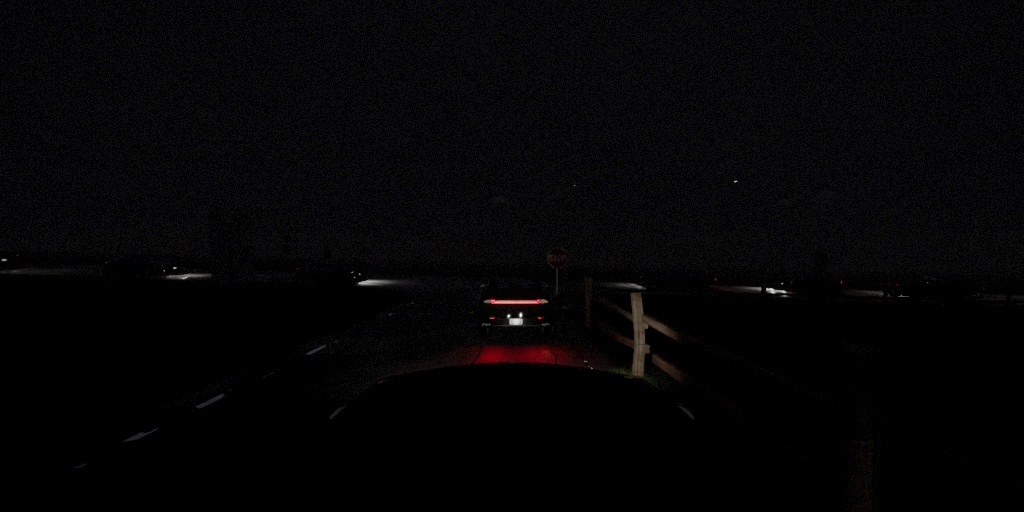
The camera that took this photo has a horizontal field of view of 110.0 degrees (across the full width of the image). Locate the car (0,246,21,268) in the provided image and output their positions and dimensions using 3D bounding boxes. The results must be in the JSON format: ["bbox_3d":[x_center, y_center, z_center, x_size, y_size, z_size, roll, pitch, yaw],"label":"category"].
[{"bbox_3d":[-37.456,-0.162,24.537,5.566,2.045,2.150,2,3,0],"label":"car"}]

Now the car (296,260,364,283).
[{"bbox_3d":[-12.365,1.006,24.486,4.181,1.385,1.994,2,3,1],"label":"car"}]

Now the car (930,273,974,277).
[{"bbox_3d":[32.688,2.080,27.291,4.553,1.767,2.097,2,3,0],"label":"car"}]

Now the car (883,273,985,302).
[{"bbox_3d":[28.325,2.226,24.375,4.902,1.511,2.128,2,3,0],"label":"car"}]

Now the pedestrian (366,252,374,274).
[{"bbox_3d":[-12.093,0.528,30.438,0.375,1.860,0.375,0,1,0],"label":"pedestrian"}]

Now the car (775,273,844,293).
[{"bbox_3d":[22.610,1.984,27.334,4.181,1.385,1.994,2,3,0],"label":"car"}]

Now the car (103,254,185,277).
[{"bbox_3d":[-25.055,0.586,24.510,4.181,1.385,1.994,2,3,0],"label":"car"}]

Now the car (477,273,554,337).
[{"bbox_3d":[0.076,1.234,10.328,2.128,1.511,4.902,0,0,0],"label":"car"}]

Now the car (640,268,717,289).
[{"bbox_3d":[12.675,1.657,27.363,5.357,1.411,2.033,2,3,0],"label":"car"}]
